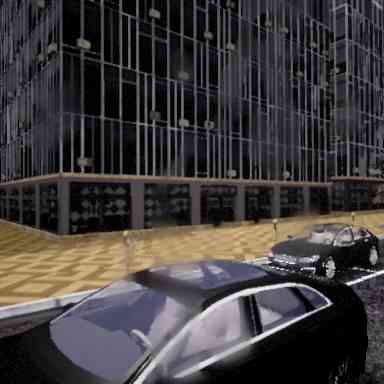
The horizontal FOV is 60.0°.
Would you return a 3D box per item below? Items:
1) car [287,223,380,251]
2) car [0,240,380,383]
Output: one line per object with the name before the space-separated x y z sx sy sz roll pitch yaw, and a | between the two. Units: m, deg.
car | 4.087 1.642 10.033 4.403 1.369 2.008 0 -1 -39
car | -0.117 1.532 3.185 4.902 1.511 2.128 0 -1 -39
